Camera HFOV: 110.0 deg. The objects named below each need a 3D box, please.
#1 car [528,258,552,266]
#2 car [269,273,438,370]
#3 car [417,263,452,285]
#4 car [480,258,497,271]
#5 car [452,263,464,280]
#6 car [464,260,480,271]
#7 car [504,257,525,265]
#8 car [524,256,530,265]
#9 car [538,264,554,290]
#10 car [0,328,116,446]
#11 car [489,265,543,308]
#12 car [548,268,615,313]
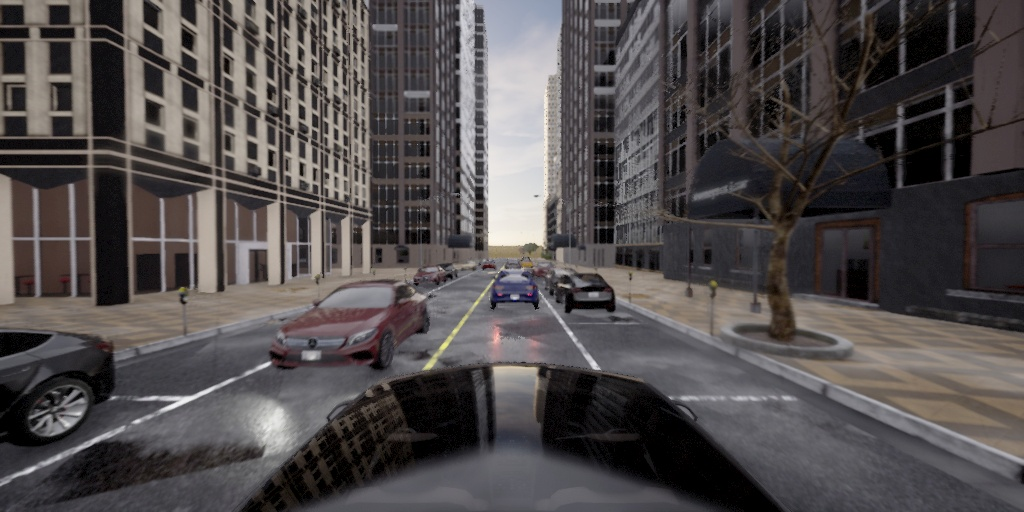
[{"bbox_3d":[2.698,1.174,30.871,1.967,1.591,4.097,0,0,0],"label":"car"},{"bbox_3d":[-3.098,1.273,7.868,1.812,1.442,4.674,0,0,0],"label":"car"},{"bbox_3d":[-5.651,1.321,25.259,1.802,1.307,4.207,0,0,0],"label":"car"},{"bbox_3d":[-3.071,1.315,48.766,1.895,1.301,4.718,0,0,0],"label":"car"},{"bbox_3d":[-5.650,1.301,30.932,1.948,1.339,4.313,0,0,0],"label":"car"},{"bbox_3d":[-5.664,1.241,47.785,1.751,1.417,4.829,0,0,0],"label":"car"},{"bbox_3d":[0.110,1.214,41.813,2.128,1.511,4.902,0,0,0],"label":"car"},{"bbox_3d":[2.363,1.160,57.214,1.801,1.575,5.366,0,0,0],"label":"car"},{"bbox_3d":[2.696,1.292,19.521,2.007,1.370,4.403,0,0,0],"label":"car"},{"bbox_3d":[-5.657,1.316,2.564,1.948,1.339,4.313,0,0,0],"label":"car"},{"bbox_3d":[0.103,1.270,14.932,1.812,1.442,4.674,0,0,0],"label":"car"},{"bbox_3d":[2.694,1.310,13.847,1.948,1.339,4.313,0,0,0],"label":"car"}]
